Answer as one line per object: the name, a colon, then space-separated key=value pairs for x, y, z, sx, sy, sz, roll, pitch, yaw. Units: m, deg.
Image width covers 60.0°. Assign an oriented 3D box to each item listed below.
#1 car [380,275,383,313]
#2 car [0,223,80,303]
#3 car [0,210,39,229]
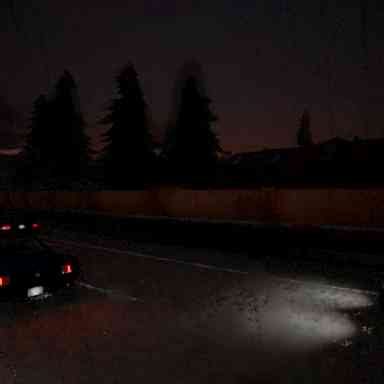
car: x=5.281 y=1.536 z=4.604 sx=4.674 sy=1.442 sz=1.812 roll=0 pitch=0 yaw=35
car: x=-4.738 y=1.624 z=7.787 sx=4.718 sy=1.301 sz=1.895 roll=0 pitch=0 yaw=39
car: x=-9.373 y=1.595 z=16.402 sx=5.357 sy=1.411 sz=2.033 roll=0 pitch=0 yaw=43
